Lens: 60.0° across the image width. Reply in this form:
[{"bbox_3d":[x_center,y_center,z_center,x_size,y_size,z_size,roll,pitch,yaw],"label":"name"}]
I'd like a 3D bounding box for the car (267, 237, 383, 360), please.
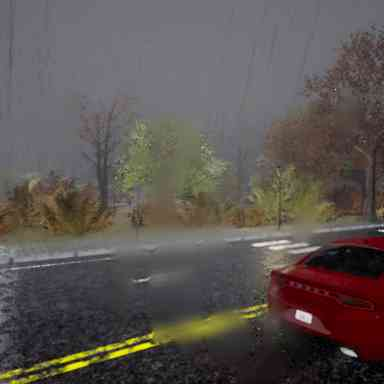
[{"bbox_3d":[3.532,1.557,5.956,5.008,1.535,1.882,1,0,-35],"label":"car"}]
